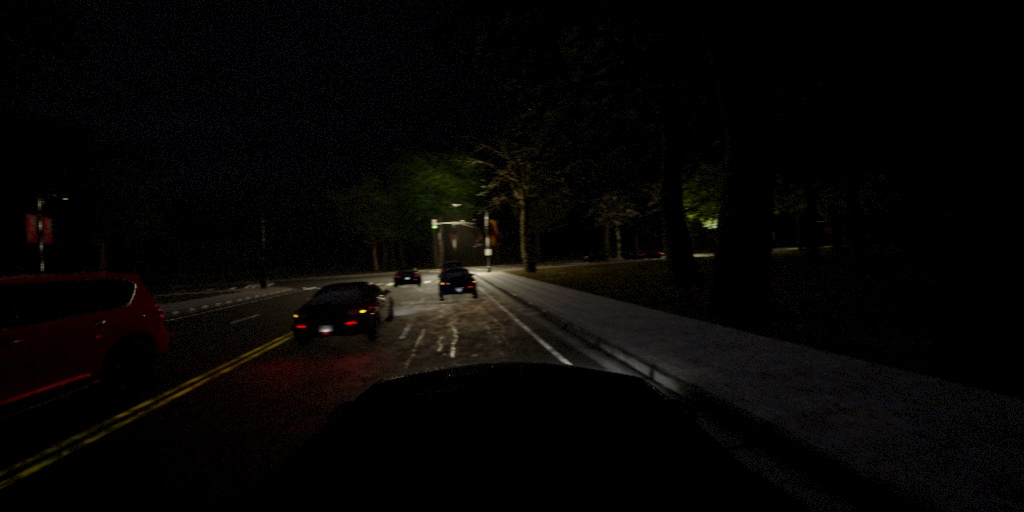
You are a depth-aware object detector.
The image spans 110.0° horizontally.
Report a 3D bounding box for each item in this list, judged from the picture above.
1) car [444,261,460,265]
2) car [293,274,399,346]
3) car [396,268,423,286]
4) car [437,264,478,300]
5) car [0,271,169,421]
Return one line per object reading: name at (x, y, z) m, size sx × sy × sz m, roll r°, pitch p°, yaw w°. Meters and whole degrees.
car at (-5.483, 1.254, 32.900) m, size 2.097 × 1.767 × 4.553 m, roll -3°, pitch 0°, yaw -10°
car at (-4.590, 1.460, 10.278) m, size 1.812 × 1.442 × 4.674 m, roll -3°, pitch 0°, yaw -11°
car at (-7.954, 1.594, 27.612) m, size 1.994 × 1.385 × 4.181 m, roll -3°, pitch 0°, yaw -13°
car at (-2.837, 1.359, 18.545) m, size 1.812 × 1.442 × 4.674 m, roll -3°, pitch 0°, yaw -11°
car at (-6.964, 1.275, 4.137) m, size 2.150 × 2.045 × 5.566 m, roll -3°, pitch 0°, yaw -11°
